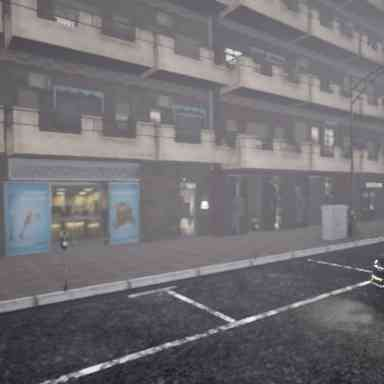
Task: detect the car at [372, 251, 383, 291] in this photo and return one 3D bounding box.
[{"bbox_3d":[6.068,1.476,7.709,4.892,1.490,1.837,0,0,-36],"label":"car"}]
